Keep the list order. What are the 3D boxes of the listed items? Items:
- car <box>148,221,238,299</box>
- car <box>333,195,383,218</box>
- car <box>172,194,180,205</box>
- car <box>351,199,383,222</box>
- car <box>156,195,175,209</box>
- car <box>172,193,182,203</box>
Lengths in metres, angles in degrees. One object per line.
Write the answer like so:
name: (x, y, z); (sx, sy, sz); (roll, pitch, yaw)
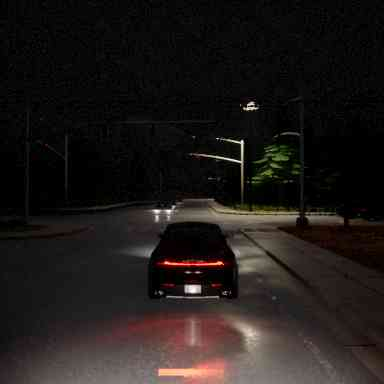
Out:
car: (0.032, 1.501, 8.438); (1.837, 1.490, 4.892); (0, 0, 0)
car: (15.543, 1.248, 29.587); (5.566, 2.045, 2.150); (0, 0, 1)
car: (-3.682, 1.546, 56.174); (2.033, 1.411, 5.357); (0, 0, 0)
car: (15.419, 1.531, 25.855); (4.892, 1.490, 1.837); (0, 0, 1)
car: (-3.681, 1.505, 44.378); (1.837, 1.490, 4.892); (0, 0, 0)
car: (-3.407, 1.222, 71.673); (2.150, 2.045, 5.566); (0, 0, 1)
